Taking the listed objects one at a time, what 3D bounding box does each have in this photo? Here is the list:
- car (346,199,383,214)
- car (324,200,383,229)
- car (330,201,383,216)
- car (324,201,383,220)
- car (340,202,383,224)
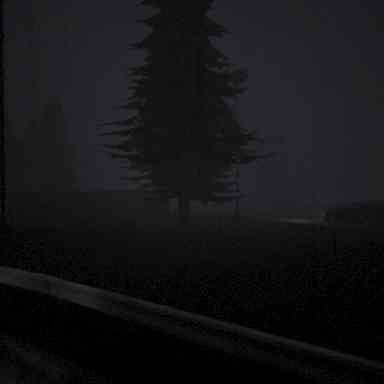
[{"bbox_3d":[19.500,1.526,35.467,2.033,1.411,5.357,0,0,-29],"label":"car"},{"bbox_3d":[11.003,1.487,21.819,2.128,1.511,4.902,0,0,-29],"label":"car"},{"bbox_3d":[16.584,1.598,33.505,1.895,1.301,4.718,0,0,-29],"label":"car"},{"bbox_3d":[14.675,1.545,29.702,2.033,1.411,5.357,0,0,-29],"label":"car"},{"bbox_3d":[13.558,1.509,24.444,1.812,1.442,4.674,0,0,-29],"label":"car"}]
